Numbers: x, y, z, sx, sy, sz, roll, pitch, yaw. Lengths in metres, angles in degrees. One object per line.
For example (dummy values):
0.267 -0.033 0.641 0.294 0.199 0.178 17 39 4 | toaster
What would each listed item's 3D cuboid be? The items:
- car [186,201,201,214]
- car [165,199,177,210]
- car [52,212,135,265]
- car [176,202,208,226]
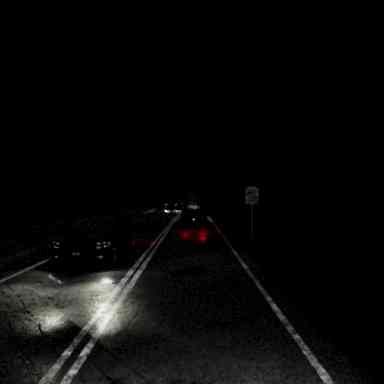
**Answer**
0.200 1.972 42.892 1.812 1.442 4.674 0 -1 0 | car
-3.178 1.959 53.389 2.097 1.767 4.553 0 -1 1 | car
-3.339 1.530 12.081 1.882 1.535 5.008 0 0 0 | car
0.135 1.669 24.807 2.128 1.511 4.902 0 -1 0 | car
